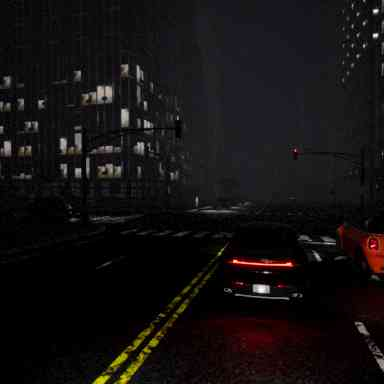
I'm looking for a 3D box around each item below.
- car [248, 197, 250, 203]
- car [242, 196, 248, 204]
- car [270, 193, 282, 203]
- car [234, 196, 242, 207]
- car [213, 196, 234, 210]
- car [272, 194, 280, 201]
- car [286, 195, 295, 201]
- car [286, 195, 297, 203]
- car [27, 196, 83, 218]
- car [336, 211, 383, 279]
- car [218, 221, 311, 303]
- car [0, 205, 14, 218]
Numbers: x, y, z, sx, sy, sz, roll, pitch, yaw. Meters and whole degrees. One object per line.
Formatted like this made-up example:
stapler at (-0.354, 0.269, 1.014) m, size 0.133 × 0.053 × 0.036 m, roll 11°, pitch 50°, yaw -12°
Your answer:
car at (11.105, 1.498, 70.504) m, size 1.994 × 1.385 × 4.181 m, roll 0°, pitch 0°, yaw 14°
car at (8.552, 1.483, 60.847) m, size 1.812 × 1.442 × 4.674 m, roll 0°, pitch 0°, yaw 15°
car at (17.758, 1.159, 70.273) m, size 2.150 × 2.045 × 5.566 m, roll 0°, pitch 0°, yaw 14°
car at (6.216, 1.472, 51.853) m, size 1.837 × 1.490 × 4.892 m, roll 0°, pitch 0°, yaw 14°
car at (3.912, 1.502, 42.875) m, size 1.812 × 1.442 × 4.674 m, roll 0°, pitch 0°, yaw 14°
car at (20.342, 1.238, 80.334) m, size 1.882 × 1.535 × 5.008 m, roll 0°, pitch 0°, yaw 14°
car at (23.490, 1.467, 79.524) m, size 2.033 × 1.411 × 5.357 m, roll 0°, pitch 0°, yaw 14°
car at (20.926, 1.465, 69.523) m, size 2.128 × 1.511 × 4.902 m, roll 0°, pitch 0°, yaw 14°
car at (-11.761, 1.216, 28.657) m, size 4.553 × 1.767 × 2.097 m, roll 1°, pitch 1°, yaw 15°
car at (5.725, 1.347, 9.958) m, size 2.097 × 1.767 × 4.553 m, roll 0°, pitch 0°, yaw 14°
car at (1.855, 1.501, 8.355) m, size 1.837 × 1.490 × 4.892 m, roll 0°, pitch 0°, yaw 14°
car at (-16.764, 1.434, 27.217) m, size 4.313 × 1.339 × 1.947 m, roll 1°, pitch 1°, yaw 16°
